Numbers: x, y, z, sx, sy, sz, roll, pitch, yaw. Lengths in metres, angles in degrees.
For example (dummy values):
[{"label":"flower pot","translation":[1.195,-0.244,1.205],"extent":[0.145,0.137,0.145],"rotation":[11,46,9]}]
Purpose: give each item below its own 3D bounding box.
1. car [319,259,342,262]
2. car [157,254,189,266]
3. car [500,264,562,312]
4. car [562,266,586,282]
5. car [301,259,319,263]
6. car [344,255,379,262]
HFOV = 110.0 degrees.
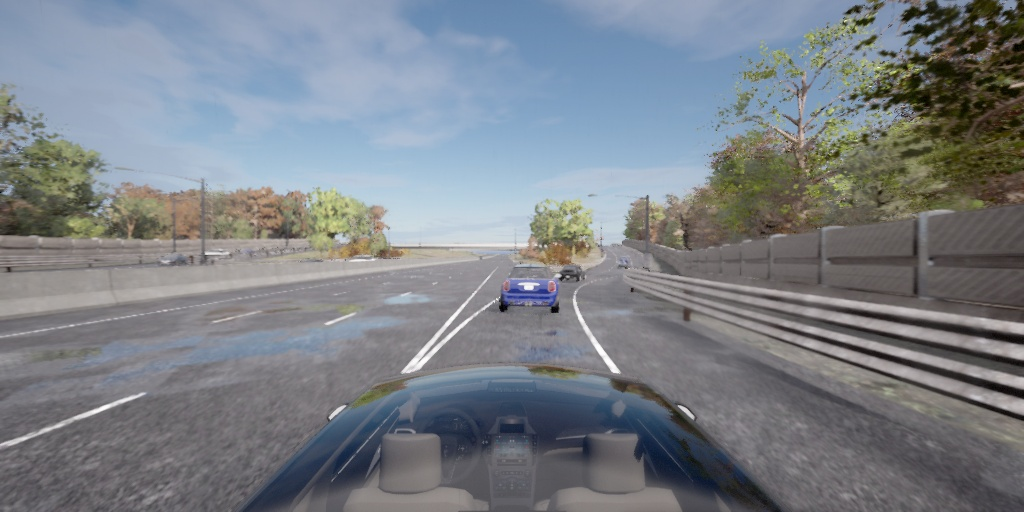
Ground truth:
[{"label":"car","translation":[-25.201,1.279,51.496],"extent":[1.895,1.301,4.718],"rotation":[0,0,0]},{"label":"car","translation":[-43.999,0.504,46.645],"extent":[1.812,1.442,4.674],"rotation":[0,1,-24]},{"label":"car","translation":[0.865,1.108,14.429],"extent":[2.097,1.767,4.553],"rotation":[0,0,8]},{"label":"car","translation":[5.815,1.662,34.025],"extent":[1.837,1.490,4.892],"rotation":[-1,-2,21]},{"label":"car","translation":[-28.701,1.172,51.401],"extent":[1.837,1.490,4.892],"rotation":[0,0,0]},{"label":"car","translation":[-21.705,0.909,51.677],"extent":[2.150,2.045,5.566],"rotation":[0,0,0]}]
